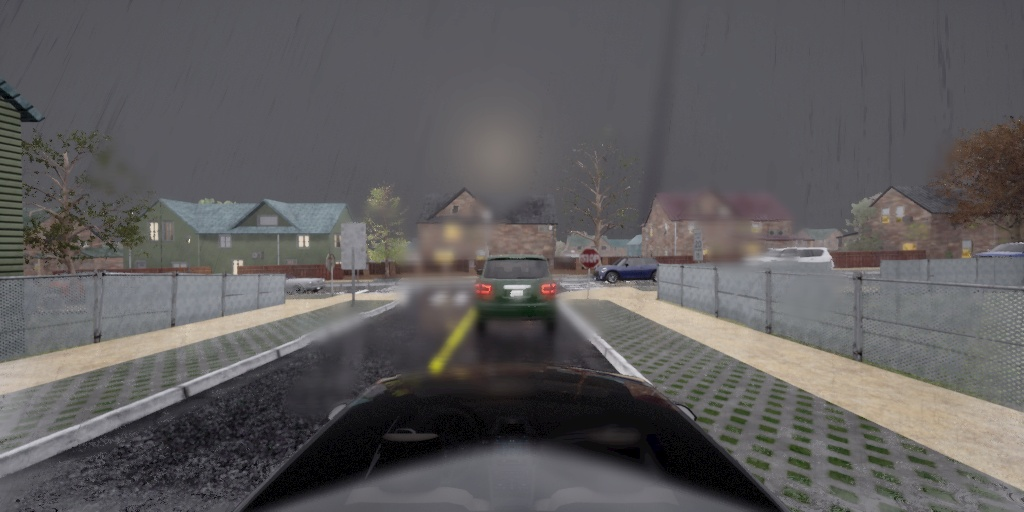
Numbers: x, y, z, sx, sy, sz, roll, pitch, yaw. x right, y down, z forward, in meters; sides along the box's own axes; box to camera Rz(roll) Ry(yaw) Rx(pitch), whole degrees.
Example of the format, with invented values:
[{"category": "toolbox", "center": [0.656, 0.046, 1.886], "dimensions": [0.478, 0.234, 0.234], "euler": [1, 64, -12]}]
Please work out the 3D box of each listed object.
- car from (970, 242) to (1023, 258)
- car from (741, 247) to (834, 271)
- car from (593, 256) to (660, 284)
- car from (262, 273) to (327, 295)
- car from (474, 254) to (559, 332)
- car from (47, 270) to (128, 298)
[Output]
[{"category": "car", "center": [34.535, 0.096, 24.256], "dimensions": [5.566, 2.045, 2.150], "euler": [-1, 1, 0]}, {"category": "car", "center": [18.456, 0.471, 24.274], "dimensions": [5.566, 2.045, 2.150], "euler": [-1, 1, 0]}, {"category": "car", "center": [7.766, 0.857, 24.054], "dimensions": [4.553, 1.767, 2.097], "euler": [-1, 1, -3]}, {"category": "car", "center": [-13.732, 1.654, 21.334], "dimensions": [4.718, 1.301, 1.895], "euler": [-1, 1, 0]}, {"category": "car", "center": [0.081, 0.972, 11.057], "dimensions": [2.150, 2.045, 5.566], "euler": [0, 0, -1]}, {"category": "car", "center": [-24.355, 1.656, 21.339], "dimensions": [4.553, 1.767, 2.097], "euler": [-1, 1, 0]}]
